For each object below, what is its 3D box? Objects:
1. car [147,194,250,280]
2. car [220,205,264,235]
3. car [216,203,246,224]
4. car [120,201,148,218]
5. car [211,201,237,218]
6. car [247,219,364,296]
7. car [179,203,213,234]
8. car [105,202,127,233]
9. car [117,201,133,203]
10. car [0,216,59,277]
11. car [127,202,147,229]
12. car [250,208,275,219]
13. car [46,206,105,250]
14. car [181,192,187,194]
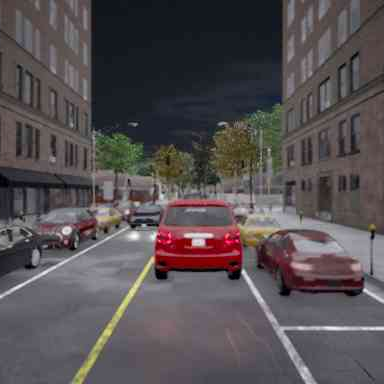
[{"bbox_3d":[0.162,1.204,10.051,2.150,2.045,5.566,0,0,0],"label":"car"},{"bbox_3d":[2.766,1.515,19.361,1.887,1.381,4.507,0,0,0],"label":"car"},{"bbox_3d":[2.804,1.545,24.879,1.802,1.307,4.206,0,0,0],"label":"car"},{"bbox_3d":[-5.182,1.537,30.452,1.802,1.307,4.206,0,0,0],"label":"car"},{"bbox_3d":[2.843,1.522,30.397,1.947,1.339,4.313,0,0,0],"label":"car"},{"bbox_3d":[2.688,1.567,8.325,1.802,1.307,4.206,0,0,0],"label":"car"},{"bbox_3d":[0.235,1.474,20.080,1.837,1.490,4.892,0,0,1],"label":"car"},{"bbox_3d":[-5.261,1.494,19.244,1.752,1.417,4.829,0,0,0],"label":"car"},{"bbox_3d":[-5.221,1.402,24.933,1.967,1.590,4.097,0,0,0],"label":"car"},{"bbox_3d":[-5.336,1.535,8.377,2.008,1.369,4.403,0,0,0],"label":"car"},{"bbox_3d":[-2.698,1.514,21.484,2.033,1.411,5.357,0,0,1],"label":"car"},{"bbox_3d":[2.728,1.502,14.013,1.752,1.417,4.829,0,0,0],"label":"car"},{"bbox_3d":[-5.298,1.416,13.896,1.967,1.590,4.097,0,0,0],"label":"car"},{"bbox_3d":[0.176,1.178,30.093,2.150,2.045,5.566,0,0,2],"label":"car"}]
